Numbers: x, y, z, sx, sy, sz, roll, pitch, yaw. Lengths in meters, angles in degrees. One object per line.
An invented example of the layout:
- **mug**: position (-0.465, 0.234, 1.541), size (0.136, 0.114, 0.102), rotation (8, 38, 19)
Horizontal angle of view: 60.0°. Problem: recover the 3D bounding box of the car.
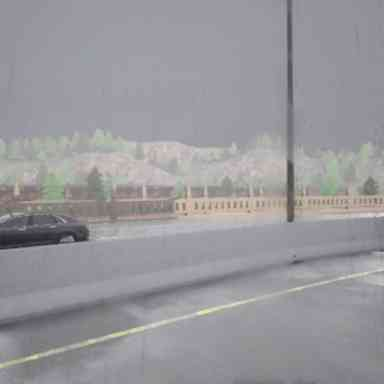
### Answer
- **car**: position (-6.283, 1.491, 12.200), size (4.892, 1.490, 1.837), rotation (-1, 0, -34)
